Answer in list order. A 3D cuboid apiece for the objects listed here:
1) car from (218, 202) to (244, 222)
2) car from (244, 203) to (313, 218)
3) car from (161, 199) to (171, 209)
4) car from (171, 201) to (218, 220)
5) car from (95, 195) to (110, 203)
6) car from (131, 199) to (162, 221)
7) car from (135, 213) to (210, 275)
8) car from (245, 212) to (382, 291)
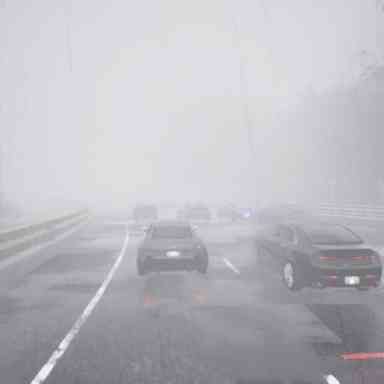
[{"bbox_3d":[3.496,1.552,26.711,1.812,1.442,4.674,0,0,-14],"label":"car"},{"bbox_3d":[5.640,1.502,21.151,2.128,1.511,4.902,0,0,-20],"label":"car"},{"bbox_3d":[-3.880,1.653,47.182,1.994,1.385,4.181,0,0,-26],"label":"car"},{"bbox_3d":[0.051,1.530,26.176,2.128,1.511,4.902,0,0,-14],"label":"car"},{"bbox_3d":[-19.968,1.542,73.938,2.097,1.767,4.553,0,0,-34],"label":"car"},{"bbox_3d":[-4.131,1.536,28.316,1.882,1.535,5.008,0,0,-15],"label":"car"},{"bbox_3d":[-0.696,1.583,10.640,1.994,1.385,4.181,0,0,-6],"label":"car"},{"bbox_3d":[2.997,1.507,9.021,1.837,1.490,4.892,0,0,-4],"label":"car"}]
